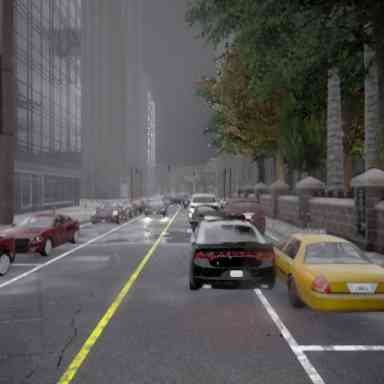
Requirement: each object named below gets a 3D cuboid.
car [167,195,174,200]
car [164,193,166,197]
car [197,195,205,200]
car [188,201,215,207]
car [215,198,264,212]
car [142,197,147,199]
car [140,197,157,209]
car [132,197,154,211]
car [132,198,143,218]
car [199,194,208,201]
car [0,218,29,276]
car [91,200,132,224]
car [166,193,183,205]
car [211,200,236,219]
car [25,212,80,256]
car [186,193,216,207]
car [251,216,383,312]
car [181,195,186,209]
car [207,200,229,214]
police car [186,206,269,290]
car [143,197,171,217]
[{"bbox_3d":[-6.013,1.454,93.969,1.802,1.307,4.206,0,0,0],"label":"car"},{"bbox_3d":[-5.984,1.198,83.094,2.192,1.841,5.009,0,0,0],"label":"car"},{"bbox_3d":[2.512,1.423,93.992,2.008,1.369,4.403,0,0,0],"label":"car"},{"bbox_3d":[0.849,1.473,19.057,1.837,1.490,4.892,0,0,0],"label":"car"},{"bbox_3d":[2.713,1.283,18.427,2.192,1.841,5.009,0,0,0],"label":"car"},{"bbox_3d":[-5.855,1.488,34.772,1.887,1.381,4.507,0,0,0],"label":"car"},{"bbox_3d":[-5.884,1.453,45.516,1.752,1.417,4.829,0,0,0],"label":"car"},{"bbox_3d":[-5.870,1.375,40.229,1.967,1.590,4.097,0,0,0],"label":"car"},{"bbox_3d":[-5.841,1.502,29.316,2.008,1.369,4.403,0,0,0],"label":"car"},{"bbox_3d":[2.556,1.329,77.679,1.967,1.590,4.097,0,0,0],"label":"car"},{"bbox_3d":[-5.782,1.530,7.487,1.887,1.381,4.507,0,0,0],"label":"car"},{"bbox_3d":[-5.826,1.400,23.858,1.967,1.590,4.097,0,0,0],"label":"car"},{"bbox_3d":[-1.764,1.264,54.997,2.097,1.767,4.553,1,0,-38],"label":"car"},{"bbox_3d":[2.684,1.476,29.510,1.752,1.417,4.829,0,0,0],"label":"car"},{"bbox_3d":[-5.797,1.521,12.945,1.887,1.381,4.507,0,0,0],"label":"car"},{"bbox_3d":[0.834,1.182,25.086,2.150,2.045,5.566,0,0,0],"label":"car"},{"bbox_3d":[2.742,1.511,7.684,1.752,1.417,4.829,0,0,0],"label":"car"},{"bbox_3d":[-0.116,1.456,43.907,1.812,1.442,4.674,0,0,0],"label":"car"},{"bbox_3d":[2.670,1.509,34.797,1.947,1.339,4.313,0,0,0],"label":"car"},{"bbox_3d":[0.876,1.409,9.167,1.930,1.638,5.238,0,0,0],"label":"police car"},{"bbox_3d":[-3.177,1.475,30.472,1.812,1.442,4.674,0,0,0],"label":"car"}]
